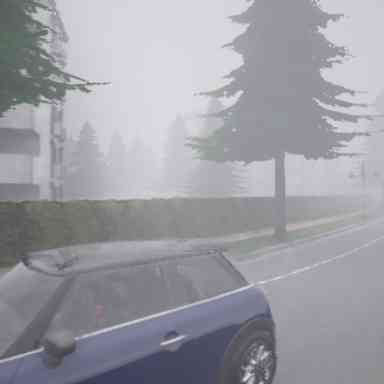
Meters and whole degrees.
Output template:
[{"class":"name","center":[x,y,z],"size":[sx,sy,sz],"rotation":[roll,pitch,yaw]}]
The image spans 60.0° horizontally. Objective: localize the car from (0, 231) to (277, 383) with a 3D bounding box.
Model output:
[{"class":"car","center":[-1.206,1.384,3.376],"size":[4.553,1.767,2.097],"rotation":[0,-1,-39]}]
